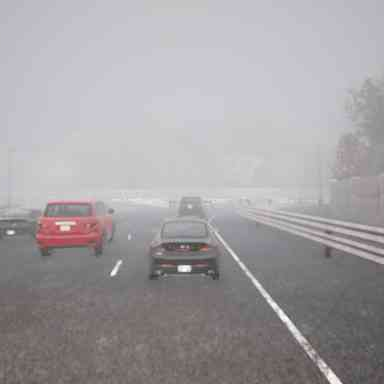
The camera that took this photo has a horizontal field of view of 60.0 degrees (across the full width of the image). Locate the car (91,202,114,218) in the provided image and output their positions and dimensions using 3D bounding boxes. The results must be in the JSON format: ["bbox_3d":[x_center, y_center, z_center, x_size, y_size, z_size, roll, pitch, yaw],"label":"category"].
[{"bbox_3d":[-8.902,1.734,32.819,1.994,1.385,4.181,0,0,-18],"label":"car"}]

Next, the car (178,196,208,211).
[{"bbox_3d":[0.147,1.341,29.457,2.150,2.045,5.566,0,0,6],"label":"car"}]

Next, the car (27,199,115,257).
[{"bbox_3d":[-4.478,1.295,13.547,2.150,2.045,5.566,0,0,-7],"label":"car"}]

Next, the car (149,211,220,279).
[{"bbox_3d":[-0.215,1.548,10.181,1.837,1.490,4.892,0,0,-1],"label":"car"}]

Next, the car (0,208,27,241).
[{"bbox_3d":[-8.687,1.612,17.605,1.837,1.490,4.892,0,0,-10],"label":"car"}]
